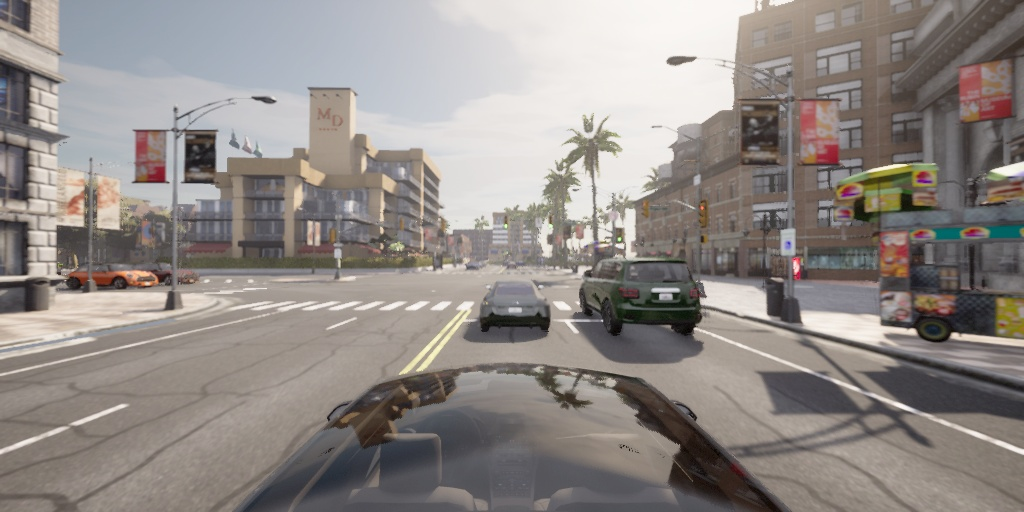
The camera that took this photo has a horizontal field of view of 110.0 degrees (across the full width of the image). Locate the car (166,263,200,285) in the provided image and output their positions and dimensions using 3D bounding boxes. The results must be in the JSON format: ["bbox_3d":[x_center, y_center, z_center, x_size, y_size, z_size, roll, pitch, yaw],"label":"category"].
[{"bbox_3d":[-27.223,1.338,27.971,4.553,1.767,2.097,0,-1,0],"label":"car"}]

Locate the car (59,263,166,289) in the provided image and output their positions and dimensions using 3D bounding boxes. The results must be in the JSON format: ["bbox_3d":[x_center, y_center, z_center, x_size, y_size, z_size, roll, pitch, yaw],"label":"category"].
[{"bbox_3d":[-27.115,1.307,24.470,4.553,1.767,2.097,0,-1,0],"label":"car"}]

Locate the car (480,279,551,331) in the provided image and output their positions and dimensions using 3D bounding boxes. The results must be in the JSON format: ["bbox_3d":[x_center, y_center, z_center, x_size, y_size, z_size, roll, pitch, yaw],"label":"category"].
[{"bbox_3d":[0.088,1.401,11.365,1.994,1.385,4.181,0,0,0],"label":"car"}]

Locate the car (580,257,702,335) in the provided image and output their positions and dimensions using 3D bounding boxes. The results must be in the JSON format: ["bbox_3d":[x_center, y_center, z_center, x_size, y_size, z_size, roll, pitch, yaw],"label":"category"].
[{"bbox_3d":[3.590,1.057,11.044,2.150,2.045,5.566,0,0,0],"label":"car"}]

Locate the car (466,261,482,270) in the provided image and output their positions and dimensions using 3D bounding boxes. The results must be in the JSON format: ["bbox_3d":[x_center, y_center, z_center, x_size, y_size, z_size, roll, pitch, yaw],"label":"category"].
[{"bbox_3d":[-7.025,1.667,64.619,2.097,1.767,4.553,0,-1,0],"label":"car"}]
